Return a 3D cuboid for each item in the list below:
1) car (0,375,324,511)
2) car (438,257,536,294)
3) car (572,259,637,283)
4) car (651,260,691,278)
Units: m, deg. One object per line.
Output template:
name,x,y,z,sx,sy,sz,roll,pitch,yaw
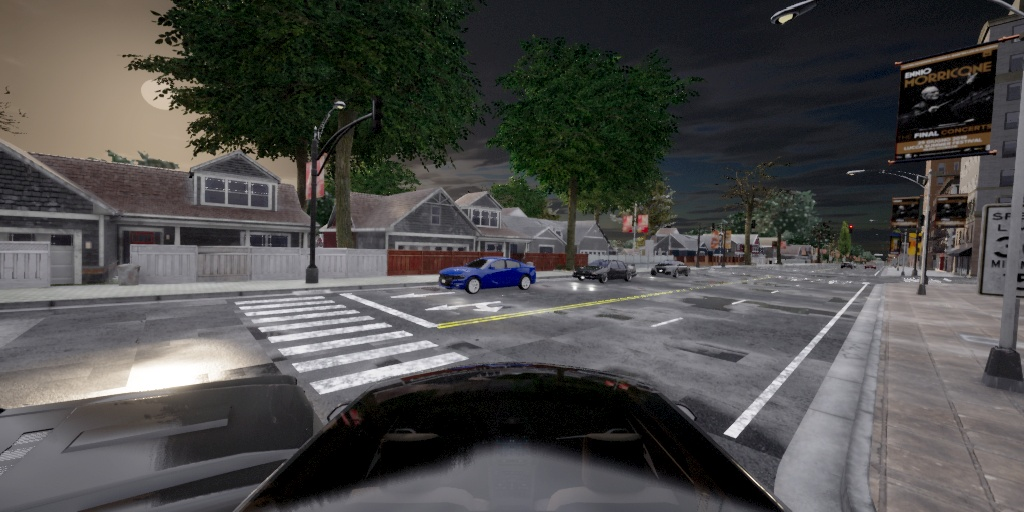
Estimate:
car,-3.316,1.277,1.382,4.718,1.301,1.895,1,2,-34
car,-1.013,0.787,16.551,5.008,1.535,1.882,1,2,-44
car,6.201,0.929,23.421,5.357,1.411,2.033,1,2,-44
car,13.446,1.022,30.292,4.181,1.385,1.994,1,2,-44
